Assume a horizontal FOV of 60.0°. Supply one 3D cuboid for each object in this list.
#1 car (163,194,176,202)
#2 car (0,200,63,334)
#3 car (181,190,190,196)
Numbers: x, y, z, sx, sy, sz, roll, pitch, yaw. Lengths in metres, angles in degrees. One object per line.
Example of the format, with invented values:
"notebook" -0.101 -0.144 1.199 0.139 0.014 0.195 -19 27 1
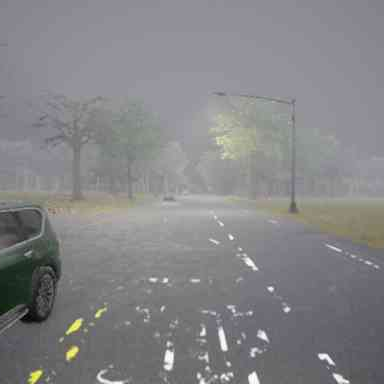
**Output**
"car" -3.562 0.957 52.794 1.895 1.301 4.718 0 1 0
"car" -3.500 1.172 4.032 2.150 2.045 5.566 0 1 0
"car" -1.748 0.303 94.694 2.097 1.767 4.553 0 0 7
